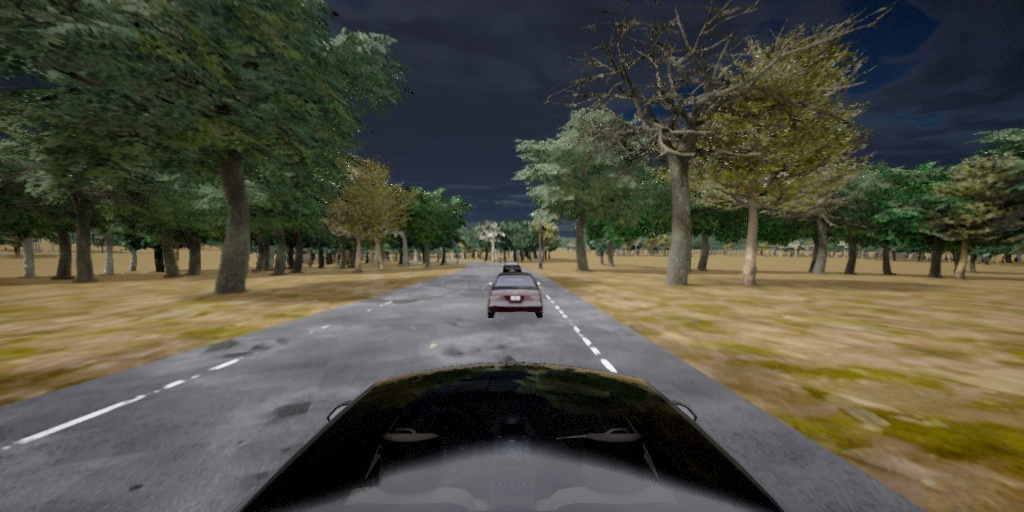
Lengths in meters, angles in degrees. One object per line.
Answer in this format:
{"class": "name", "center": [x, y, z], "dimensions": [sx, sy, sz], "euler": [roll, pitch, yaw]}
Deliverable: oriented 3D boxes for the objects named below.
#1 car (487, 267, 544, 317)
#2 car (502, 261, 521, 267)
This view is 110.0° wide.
{"class": "car", "center": [0.100, 1.291, 13.097], "dimensions": [2.033, 1.411, 5.357], "euler": [0, 0, 0]}
{"class": "car", "center": [-0.065, 1.255, 37.894], "dimensions": [1.882, 1.535, 5.008], "euler": [0, 0, -1]}
